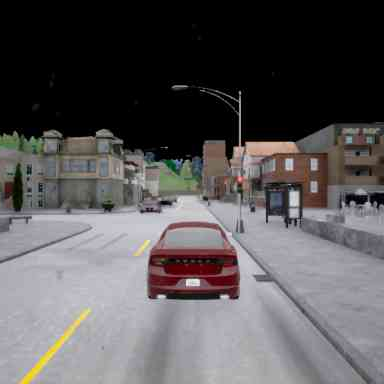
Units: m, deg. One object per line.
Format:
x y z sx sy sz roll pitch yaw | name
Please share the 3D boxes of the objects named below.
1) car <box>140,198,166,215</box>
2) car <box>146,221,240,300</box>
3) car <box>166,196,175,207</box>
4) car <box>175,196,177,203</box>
-4.101 1.564 34.027 1.994 1.385 4.181 0 0 0 | car
0.049 1.478 8.455 1.882 1.535 5.008 0 0 1 | car
-4.097 1.601 52.531 1.895 1.301 4.718 0 0 0 | car
-4.013 1.506 68.493 1.837 1.490 4.892 0 0 0 | car
